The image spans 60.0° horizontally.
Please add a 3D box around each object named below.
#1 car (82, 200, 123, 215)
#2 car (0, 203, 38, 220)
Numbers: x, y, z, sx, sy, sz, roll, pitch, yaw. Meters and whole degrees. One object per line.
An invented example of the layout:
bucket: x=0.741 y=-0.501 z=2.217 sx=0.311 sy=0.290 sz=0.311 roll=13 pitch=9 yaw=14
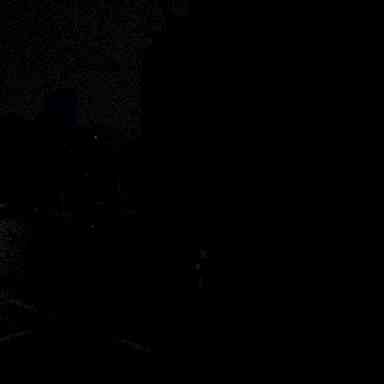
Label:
car: x=-9.615 y=1.619 z=36.085 sx=1.812 sy=1.442 sz=4.674 roll=1 pitch=1 yaw=36
car: x=-15.417 y=1.656 z=27.970 sx=1.812 sy=1.442 sz=4.674 roll=1 pitch=1 yaw=34
